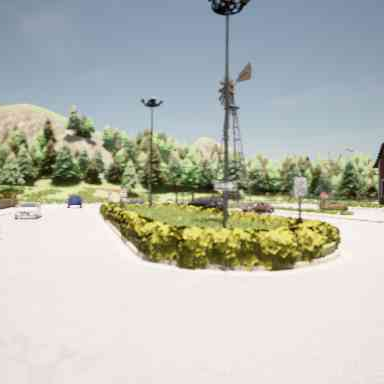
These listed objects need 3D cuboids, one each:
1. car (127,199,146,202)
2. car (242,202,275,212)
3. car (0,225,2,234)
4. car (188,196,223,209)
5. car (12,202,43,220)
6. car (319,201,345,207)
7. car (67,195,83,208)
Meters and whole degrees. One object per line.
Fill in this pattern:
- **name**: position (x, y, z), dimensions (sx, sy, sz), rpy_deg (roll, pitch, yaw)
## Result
- **car**: position (-8.176, 1.772, 46.434), dimensions (5.008, 1.535, 1.882), rpy_deg (1, 0, -8)
- **car**: position (8.366, 1.932, 41.955), dimensions (3.905, 1.438, 1.784), rpy_deg (1, 0, -19)
- **car**: position (-9.148, 1.570, 13.404), dimensions (2.033, 1.411, 5.357), rpy_deg (1, 0, -19)
- **car**: position (1.672, 1.575, 42.451), dimensions (2.150, 2.045, 5.566), rpy_deg (1, -1, -38)
- **car**: position (-14.600, 1.633, 29.837), dimensions (1.812, 1.442, 4.674), rpy_deg (1, 0, -19)
- **car**: position (20.135, 2.068, 47.283), dimensions (4.193, 1.474, 1.816), rpy_deg (1, 0, -19)
- **car**: position (-18.586, 1.471, 52.856), dimensions (2.150, 2.045, 5.566), rpy_deg (1, 0, -19)
